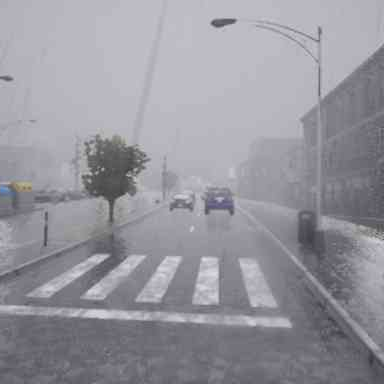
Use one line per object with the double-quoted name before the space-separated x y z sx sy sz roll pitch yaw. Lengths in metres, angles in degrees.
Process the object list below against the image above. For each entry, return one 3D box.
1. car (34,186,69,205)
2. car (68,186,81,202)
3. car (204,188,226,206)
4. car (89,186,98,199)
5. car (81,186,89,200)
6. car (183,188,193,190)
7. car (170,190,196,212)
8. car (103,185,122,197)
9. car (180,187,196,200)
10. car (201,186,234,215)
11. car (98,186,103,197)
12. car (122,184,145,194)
"car" -14.571 0.435 31.812 4.792 1.488 2.163 0 2 -18
"car" -14.468 0.325 34.775 4.892 1.521 2.231 0 2 -19
"car" 2.428 0.481 36.602 2.097 1.767 4.553 1 1 0
"car" -14.421 0.164 40.681 5.008 1.535 2.097 0 2 -20
"car" -14.441 0.284 37.733 4.674 1.452 2.002 0 1 -19
"car" -0.558 0.508 38.063 1.882 1.535 5.008 1 1 0
"car" -0.799 0.814 27.965 1.812 1.442 4.674 1 2 2
"car" -14.779 -0.223 55.443 4.892 1.521 2.231 0 2 -22
"car" -0.599 0.131 48.256 2.097 1.767 4.553 1 1 -1
"car" 2.117 0.619 25.904 2.150 2.045 5.566 1 2 4
"car" -14.473 -0.040 43.620 4.553 1.767 2.185 0 1 -20
"car" -17.097 -1.069 94.011 5.566 2.045 2.435 1 0 -24
